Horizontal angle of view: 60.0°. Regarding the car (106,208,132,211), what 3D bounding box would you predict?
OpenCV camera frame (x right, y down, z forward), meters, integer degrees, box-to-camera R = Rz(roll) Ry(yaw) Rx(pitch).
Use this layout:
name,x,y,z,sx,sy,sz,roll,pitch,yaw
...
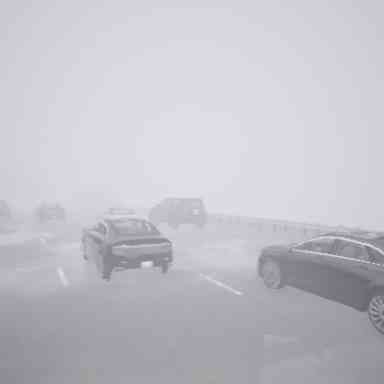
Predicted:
name,x,y,z,sx,sy,sz,roll,pitch,yaw
car,-5.215,1.744,23.183,1.895,1.301,4.718,1,0,-30

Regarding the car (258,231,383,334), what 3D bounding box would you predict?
name,x,y,z,sx,sy,sz,roll,pitch,yaw
car,3.326,1.572,6.948,2.128,1.511,4.902,1,0,-25

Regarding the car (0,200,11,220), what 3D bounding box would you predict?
name,x,y,z,sx,sy,sz,roll,pitch,yaw
car,-17.121,1.450,28.961,2.097,1.767,4.553,1,-1,-34

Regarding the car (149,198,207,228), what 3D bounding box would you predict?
name,x,y,z,sx,sy,sz,roll,pitch,yaw
car,-1.072,1.395,23.039,2.150,2.045,5.566,1,-1,-30

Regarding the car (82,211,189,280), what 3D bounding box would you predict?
name,x,y,z,sx,sy,sz,roll,pitch,yaw
car,-2.191,1.557,10.313,2.128,1.511,4.902,1,-1,-27

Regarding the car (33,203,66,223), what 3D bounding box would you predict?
name,x,y,z,sx,sy,sz,roll,pitch,yaw
car,-11.445,1.614,26.628,2.128,1.511,4.902,1,-1,-32
